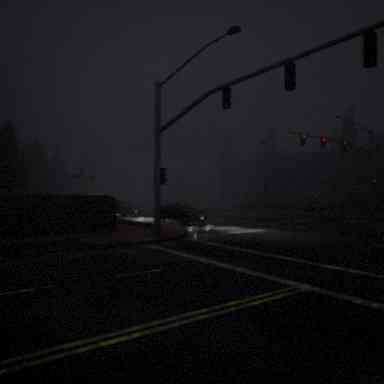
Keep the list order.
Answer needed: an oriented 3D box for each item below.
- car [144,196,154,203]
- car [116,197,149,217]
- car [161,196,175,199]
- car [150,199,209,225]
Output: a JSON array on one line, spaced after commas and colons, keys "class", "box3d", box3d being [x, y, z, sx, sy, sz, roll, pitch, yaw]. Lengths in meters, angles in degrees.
[{"class": "car", "box3d": [-9.214, 1.629, 70.069, 2.128, 1.511, 4.902, 0, 0, 10]}, {"class": "car", "box3d": [-6.516, 1.534, 32.443, 2.128, 1.511, 4.902, 0, 0, -35]}, {"class": "car", "box3d": [-5.085, 1.597, 72.509, 1.882, 1.535, 5.008, 0, 0, 17]}, {"class": "car", "box3d": [-0.783, 1.535, 24.794, 2.128, 1.511, 4.902, 0, 0, -38]}]
